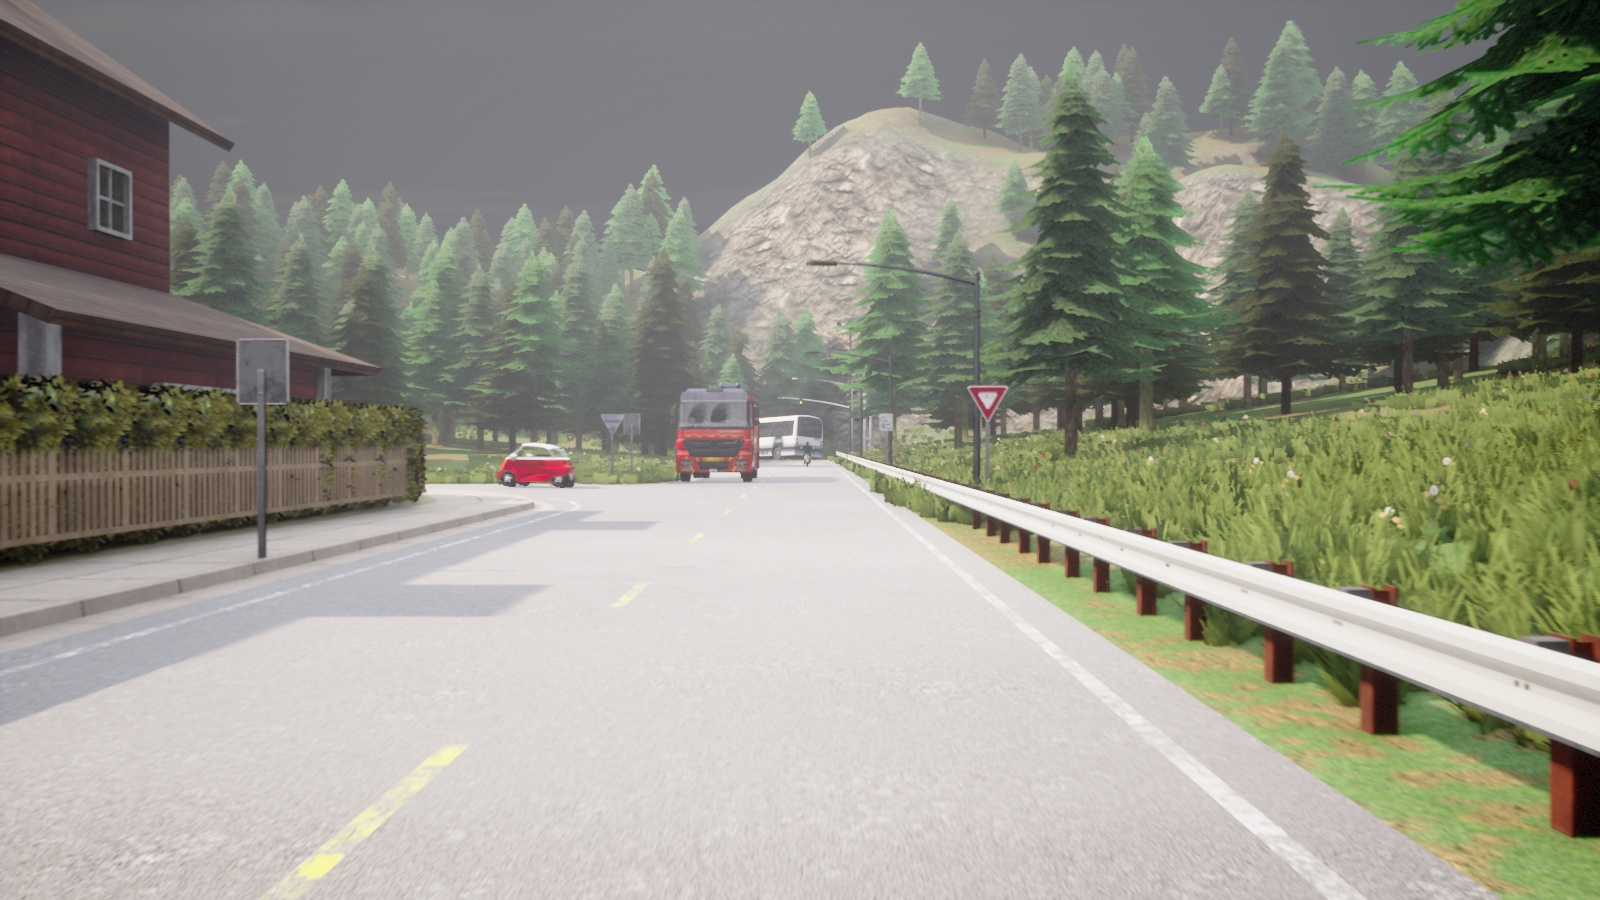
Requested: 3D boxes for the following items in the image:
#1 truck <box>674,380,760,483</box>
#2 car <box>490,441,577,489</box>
[{"bbox_3d":[-3.196,-0.706,50.585,2.891,3.827,8.468,0,0,0],"label":"truck"},{"bbox_3d":[-8.192,0.448,38.657,2.207,1.376,1.481,1,0,8],"label":"car"}]
